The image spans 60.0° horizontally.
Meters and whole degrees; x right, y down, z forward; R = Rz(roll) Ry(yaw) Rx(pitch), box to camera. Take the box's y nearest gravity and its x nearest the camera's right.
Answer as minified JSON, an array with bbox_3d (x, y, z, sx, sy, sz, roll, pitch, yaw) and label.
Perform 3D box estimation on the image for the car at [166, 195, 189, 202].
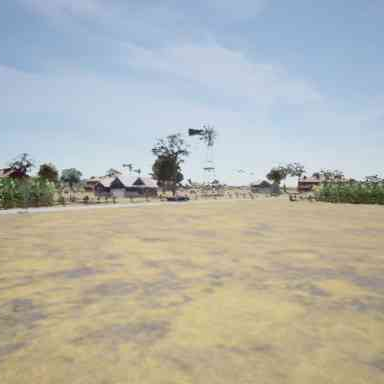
[{"bbox_3d":[-2.602,1.191,61.680,1.895,1.301,4.718,0,0,36],"label":"car"}]
